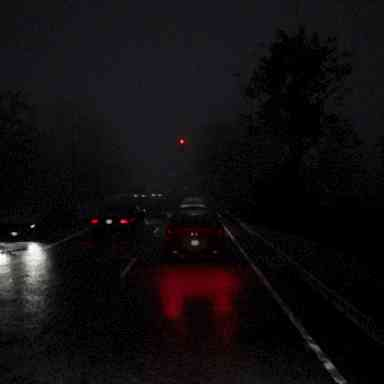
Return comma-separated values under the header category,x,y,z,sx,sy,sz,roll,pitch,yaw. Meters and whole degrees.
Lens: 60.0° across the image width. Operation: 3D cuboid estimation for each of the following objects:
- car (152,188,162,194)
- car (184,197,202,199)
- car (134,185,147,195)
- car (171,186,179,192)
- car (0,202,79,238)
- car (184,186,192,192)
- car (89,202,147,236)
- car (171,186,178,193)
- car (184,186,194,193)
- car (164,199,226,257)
category,x,y,z,sx,sy,sz,roll,pitch,yaw
car,-7.358,-0.245,70.281,2.033,1.411,5.357,0,2,-1
car,0.076,1.049,21.260,1.812,1.442,4.674,0,1,0
car,-10.854,-0.555,70.079,2.150,2.045,5.566,0,2,-1
car,-4.643,-0.842,89.159,2.033,1.411,5.357,0,2,-4
car,-7.095,1.214,15.928,2.033,1.411,5.357,0,1,0
car,-1.149,-0.910,89.361,1.882,1.535,5.008,0,2,-4
car,-3.419,1.206,16.206,2.033,1.411,5.357,0,2,0
car,-4.130,-0.482,78.710,2.033,1.411,5.357,0,2,-2
car,-0.662,-0.483,79.640,1.994,1.385,4.181,0,2,-2
car,0.086,1.248,11.997,1.882,1.535,5.008,0,1,0
